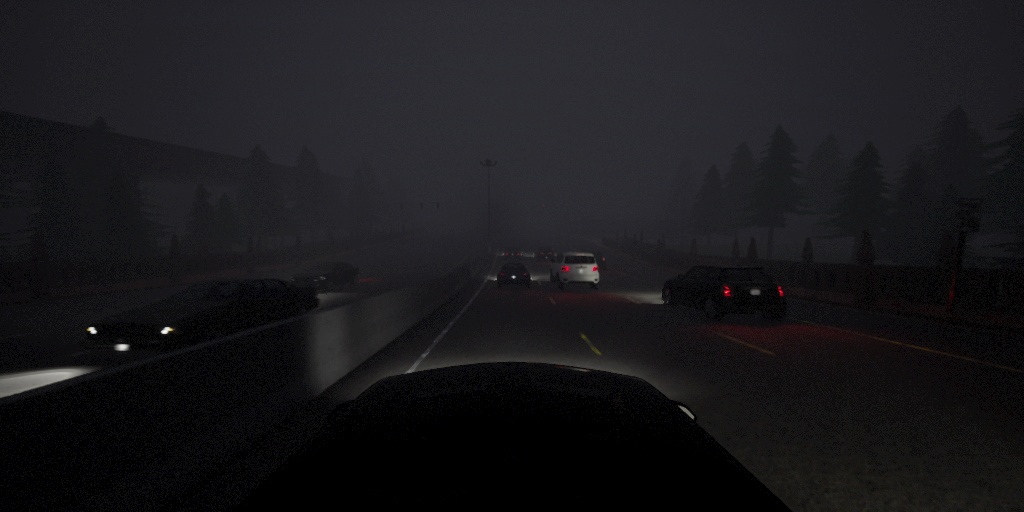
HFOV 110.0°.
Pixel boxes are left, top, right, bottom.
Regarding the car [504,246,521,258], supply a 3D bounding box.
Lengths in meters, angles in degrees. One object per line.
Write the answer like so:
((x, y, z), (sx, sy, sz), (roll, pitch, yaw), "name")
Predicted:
((0.045, -0.442, 40.381), (2.033, 1.411, 5.357), (0, 7, 0), "car")

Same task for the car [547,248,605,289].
((3.597, 0.748, 21.328), (2.150, 2.045, 5.566), (0, 2, 0), "car")

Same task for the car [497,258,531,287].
((0.096, 1.058, 22.101), (1.994, 1.385, 4.181), (0, 2, 0), "car")

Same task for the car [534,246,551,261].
((3.548, -0.371, 39.451), (1.837, 1.490, 4.892), (0, 6, 0), "car")

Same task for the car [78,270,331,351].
((-7.093, 1.271, 9.179), (2.033, 1.411, 5.357), (0, 0, 0), "car")

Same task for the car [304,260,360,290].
((-10.534, 1.029, 20.583), (1.882, 1.535, 5.008), (0, 2, 1), "car")

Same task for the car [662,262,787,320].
((7.098, 1.061, 12.579), (2.097, 1.767, 4.553), (0, 0, 0), "car")
